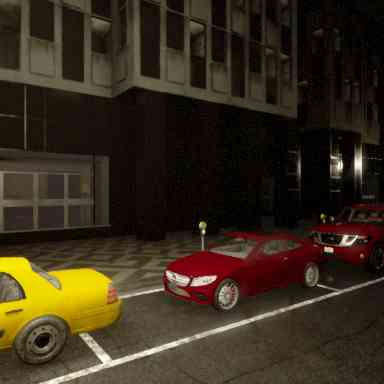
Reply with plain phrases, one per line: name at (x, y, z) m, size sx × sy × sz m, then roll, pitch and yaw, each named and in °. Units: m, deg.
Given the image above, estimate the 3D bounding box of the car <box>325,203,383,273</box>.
car at (5.909, 1.314, 10.847) m, size 5.009 × 1.841 × 2.192 m, roll 0°, pitch 0°, yaw -35°

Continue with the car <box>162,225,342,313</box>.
car at (1.342, 1.581, 7.601) m, size 4.206 × 1.307 × 1.802 m, roll 0°, pitch 0°, yaw -35°

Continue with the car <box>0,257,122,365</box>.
car at (-3.362, 1.525, 4.257) m, size 4.829 × 1.417 × 1.752 m, roll 0°, pitch 0°, yaw -35°
